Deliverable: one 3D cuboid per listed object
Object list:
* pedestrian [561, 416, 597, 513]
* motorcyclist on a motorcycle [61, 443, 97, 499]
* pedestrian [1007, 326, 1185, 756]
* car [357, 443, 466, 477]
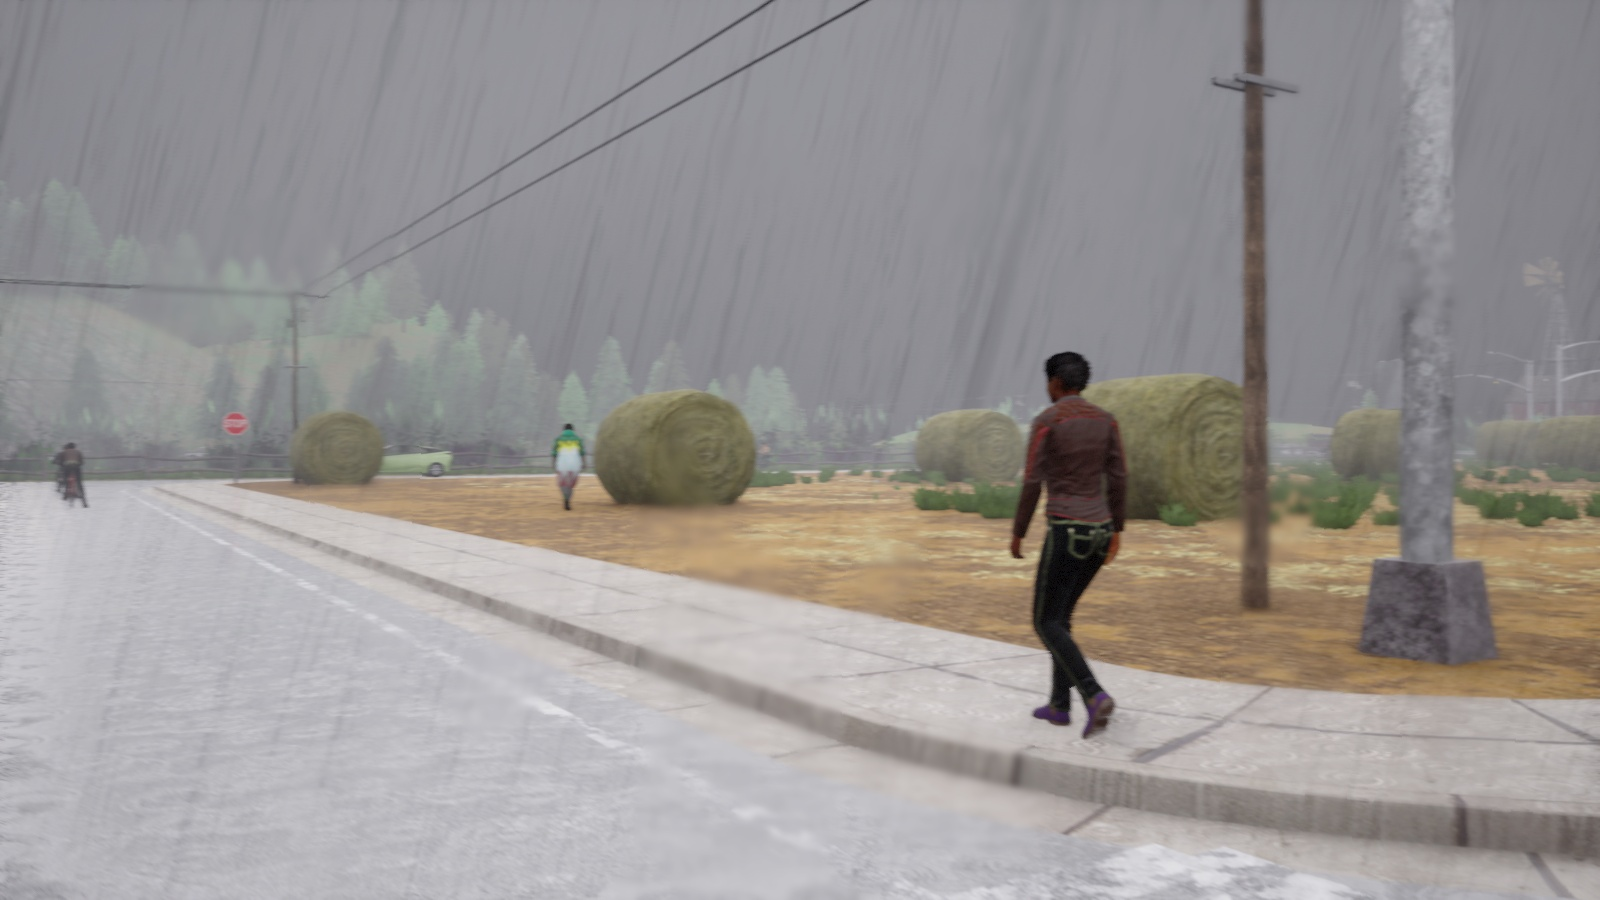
[{"bbox_3d":[-4.557,0.293,25.853,0.659,1.952,0.873,0,0,-14],"label":"pedestrian"},{"bbox_3d":[-21.157,0.591,36.831,0.866,1.590,1.817,0,0,-31],"label":"motorcyclist on a motorcycle"},{"bbox_3d":[1.327,0.380,5.730,0.328,1.805,0.869,0,0,-24],"label":"pedestrian"},{"bbox_3d":[-17.934,0.453,58.038,4.514,1.525,2.007,0,0,-28],"label":"car"}]
